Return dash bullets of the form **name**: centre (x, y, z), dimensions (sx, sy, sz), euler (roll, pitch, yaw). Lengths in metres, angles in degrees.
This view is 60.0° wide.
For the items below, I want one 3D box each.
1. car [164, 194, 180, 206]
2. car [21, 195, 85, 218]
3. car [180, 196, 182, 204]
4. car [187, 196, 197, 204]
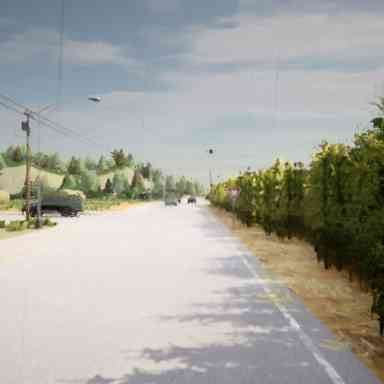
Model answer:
- **car**: centre (-3.555, 1.524, 56.674), dimensions (2.097, 1.767, 4.553), euler (0, 0, 0)
- **car**: centre (-12.848, 1.290, 30.956), dimensions (5.566, 2.045, 2.150), euler (0, 0, 0)
- **car**: centre (-3.438, 1.430, 71.907), dimensions (2.150, 2.045, 5.566), euler (0, 0, 0)
- **car**: centre (0.017, 1.697, 68.845), dimensions (1.837, 1.490, 4.892), euler (0, 0, 1)
